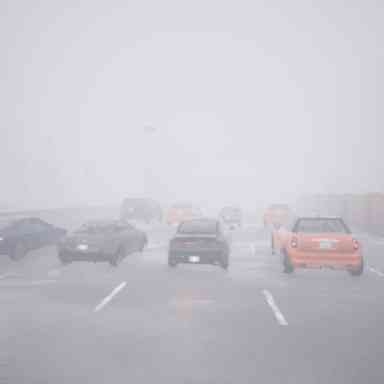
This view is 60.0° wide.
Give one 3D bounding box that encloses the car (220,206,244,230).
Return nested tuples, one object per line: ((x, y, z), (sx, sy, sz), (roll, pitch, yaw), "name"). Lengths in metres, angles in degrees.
((2.931, 1.804, 25.453), (2.033, 1.411, 5.357), (0, -1, 11), "car")

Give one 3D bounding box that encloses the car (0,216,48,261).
((-6.511, 1.624, 12.668), (1.812, 1.442, 4.674), (0, 0, 8), "car")

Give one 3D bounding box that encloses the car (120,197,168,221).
((-3.941, 1.460, 26.784), (2.150, 2.045, 5.566), (0, 0, 11), "car")

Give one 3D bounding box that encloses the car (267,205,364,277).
((3.847, 1.471, 10.978), (2.097, 1.767, 4.553), (0, -1, 8), "car")

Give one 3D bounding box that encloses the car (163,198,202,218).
((-0.488, 1.601, 26.196), (2.097, 1.767, 4.553), (0, -1, 11), "car")

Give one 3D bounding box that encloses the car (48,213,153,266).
((-3.052, 1.671, 12.137), (1.994, 1.385, 4.181), (0, 0, 8), "car")

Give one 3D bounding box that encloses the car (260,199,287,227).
((6.391, 1.614, 24.900), (2.097, 1.767, 4.553), (0, -1, 11), "car")

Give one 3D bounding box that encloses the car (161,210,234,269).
((0.411, 1.622, 11.649), (1.837, 1.490, 4.892), (0, 0, 8), "car")
